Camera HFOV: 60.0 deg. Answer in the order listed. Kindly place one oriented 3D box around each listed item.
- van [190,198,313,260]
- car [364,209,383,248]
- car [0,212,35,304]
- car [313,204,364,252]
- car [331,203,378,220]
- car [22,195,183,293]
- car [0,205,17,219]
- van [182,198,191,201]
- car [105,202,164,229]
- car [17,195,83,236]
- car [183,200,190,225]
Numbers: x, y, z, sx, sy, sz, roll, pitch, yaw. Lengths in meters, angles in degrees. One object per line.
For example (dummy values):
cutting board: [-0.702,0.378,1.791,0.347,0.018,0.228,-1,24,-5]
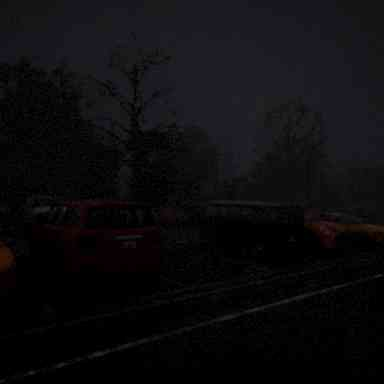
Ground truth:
van: [2.086,1.327,12.901,1.878,1.987,4.442,1,-1,-36]
car: [7.090,1.664,16.133,1.946,1.575,5.366,1,-1,-36]
car: [-5.231,1.442,7.470,2.097,1.535,5.008,1,0,-36]
car: [4.599,1.479,14.605,2.185,1.767,4.553,2,-1,-36]
car: [19.773,2.331,40.628,2.185,1.767,4.553,3,-2,-35]
car: [-2.883,1.215,9.207,2.435,2.045,5.566,1,-1,-36]
car: [-10.981,1.459,18.444,2.231,1.521,4.892,1,0,-36]
van: [0.412,1.455,26.526,1.878,1.987,4.442,1,-1,-36]
car: [-4.195,1.569,23.582,1.946,1.575,5.366,1,-1,-36]
car: [-8.706,1.234,20.070,2.435,2.045,5.566,1,0,-36]
car: [-2.036,1.619,25.136,1.946,1.575,5.366,1,-1,-36]
